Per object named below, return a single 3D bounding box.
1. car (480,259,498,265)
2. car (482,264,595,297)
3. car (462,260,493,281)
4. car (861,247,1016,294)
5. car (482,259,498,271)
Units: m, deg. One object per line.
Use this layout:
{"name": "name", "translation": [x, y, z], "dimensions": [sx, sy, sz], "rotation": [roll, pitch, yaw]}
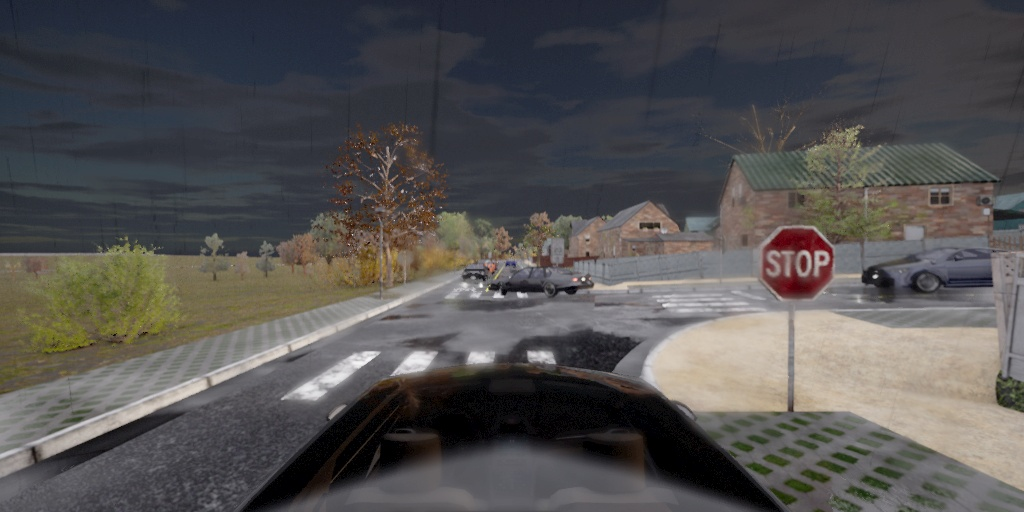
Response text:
{"name": "car", "translation": [-2.994, 1.111, 40.021], "dimensions": [2.097, 1.767, 4.553], "rotation": [0, 0, 0]}
{"name": "car", "translation": [1.274, 1.195, 17.319], "dimensions": [5.357, 1.411, 2.033], "rotation": [-4, -3, 43]}
{"name": "car", "translation": [-2.959, 1.301, 30.014], "dimensions": [2.033, 1.411, 5.357], "rotation": [0, 0, 0]}
{"name": "car", "translation": [14.353, 0.411, 11.737], "dimensions": [4.181, 1.385, 1.994], "rotation": [-3, 0, 16]}
{"name": "car", "translation": [-3.018, 1.243, 50.058], "dimensions": [1.882, 1.535, 5.008], "rotation": [0, 0, 0]}
